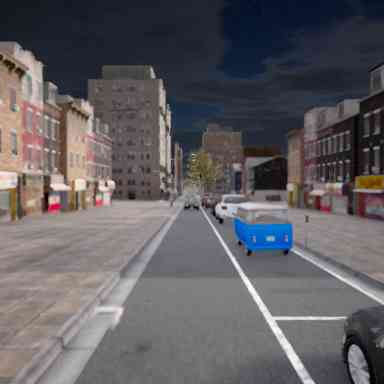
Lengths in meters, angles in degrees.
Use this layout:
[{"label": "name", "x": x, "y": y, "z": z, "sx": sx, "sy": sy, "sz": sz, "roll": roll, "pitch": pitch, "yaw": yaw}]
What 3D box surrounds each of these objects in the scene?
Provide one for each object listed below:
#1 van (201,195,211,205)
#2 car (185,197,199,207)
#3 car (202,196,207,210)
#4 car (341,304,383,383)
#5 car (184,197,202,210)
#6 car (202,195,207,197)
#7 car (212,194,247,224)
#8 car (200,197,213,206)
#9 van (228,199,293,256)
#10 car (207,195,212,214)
[{"label": "van", "x": 2.552, "y": 1.482, "z": 63.523, "sx": 1.690, "sy": 1.788, "sz": 3.998, "roll": -2, "pitch": 0, "yaw": 0}, {"label": "car", "x": -0.040, "y": 1.585, "z": 54.843, "sx": 2.128, "sy": 1.511, "sz": 4.902, "roll": 0, "pitch": 0, "yaw": 0}, {"label": "car", "x": 2.576, "y": 1.591, "z": 44.637, "sx": 1.887, "sy": 1.381, "sz": 4.507, "roll": -2, "pitch": 0, "yaw": 0}, {"label": "car", "x": 2.619, "y": 1.547, "z": 2.313, "sx": 2.008, "sy": 1.369, "sz": 4.403, "roll": -1, "pitch": 0, "yaw": 0}, {"label": "car", "x": -0.035, "y": 1.642, "z": 42.335, "sx": 1.895, "sy": 1.301, "sz": 4.718, "roll": 0, "pitch": 0, "yaw": 0}, {"label": "car", "x": 2.559, "y": 1.410, "z": 55.218, "sx": 2.192, "sy": 1.841, "sz": 5.009, "roll": -2, "pitch": 0, "yaw": 0}, {"label": "car", "x": 2.958, "y": 1.222, "z": 24.991, "sx": 2.150, "sy": 2.045, "sz": 5.566, "roll": 0, "pitch": 0, "yaw": 0}, {"label": "car", "x": 2.561, "y": 1.673, "z": 60.202, "sx": 2.008, "sy": 1.369, "sz": 4.403, "roll": -2, "pitch": 0, "yaw": 0}, {"label": "van", "x": 2.604, "y": 1.329, "z": 12.894, "sx": 1.690, "sy": 1.788, "sz": 3.998, "roll": -1, "pitch": 0, "yaw": 0}, {"label": "car", "x": 2.952, "y": 1.235, "z": 31.994, "sx": 2.150, "sy": 2.045, "sz": 5.566, "roll": 0, "pitch": 0, "yaw": 0}]
